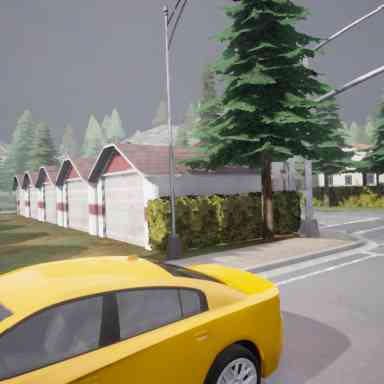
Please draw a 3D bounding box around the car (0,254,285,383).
[{"bbox_3d":[-1.296,1.455,3.068,5.008,1.535,1.882,-2,1,-35],"label":"car"}]
